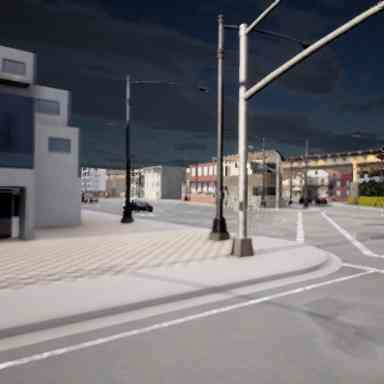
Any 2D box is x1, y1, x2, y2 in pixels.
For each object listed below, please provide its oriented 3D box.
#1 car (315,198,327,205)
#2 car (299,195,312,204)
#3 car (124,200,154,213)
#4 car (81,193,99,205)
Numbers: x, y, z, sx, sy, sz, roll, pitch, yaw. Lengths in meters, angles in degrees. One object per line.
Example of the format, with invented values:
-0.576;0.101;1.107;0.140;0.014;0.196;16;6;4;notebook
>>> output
29.925;2.114;77.030;1.882;1.535;5.008;0;0;9;car
26.474;1.836;77.602;2.150;2.045;5.566;0;0;9;car
-6.023;1.597;37.720;1.994;1.385;4.181;1;1;-36;car
-16.116;0.974;51.675;2.097;1.767;4.553;1;1;-36;car
